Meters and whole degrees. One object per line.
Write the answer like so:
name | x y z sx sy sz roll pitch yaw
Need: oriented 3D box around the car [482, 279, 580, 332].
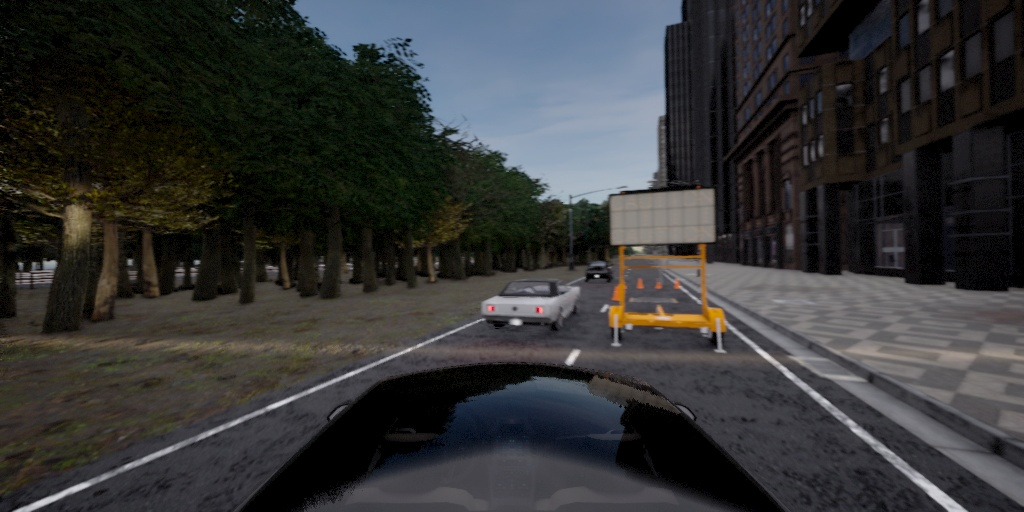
car | 0.845 1.341 11.004 1.895 1.301 4.718 -1 0 20

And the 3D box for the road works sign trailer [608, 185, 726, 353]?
road works sign trailer | 3.684 0.145 8.806 2.380 3.560 2.880 0 0 20

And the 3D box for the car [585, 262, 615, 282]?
car | 6.878 1.181 27.929 1.837 1.490 4.892 -1 0 20
